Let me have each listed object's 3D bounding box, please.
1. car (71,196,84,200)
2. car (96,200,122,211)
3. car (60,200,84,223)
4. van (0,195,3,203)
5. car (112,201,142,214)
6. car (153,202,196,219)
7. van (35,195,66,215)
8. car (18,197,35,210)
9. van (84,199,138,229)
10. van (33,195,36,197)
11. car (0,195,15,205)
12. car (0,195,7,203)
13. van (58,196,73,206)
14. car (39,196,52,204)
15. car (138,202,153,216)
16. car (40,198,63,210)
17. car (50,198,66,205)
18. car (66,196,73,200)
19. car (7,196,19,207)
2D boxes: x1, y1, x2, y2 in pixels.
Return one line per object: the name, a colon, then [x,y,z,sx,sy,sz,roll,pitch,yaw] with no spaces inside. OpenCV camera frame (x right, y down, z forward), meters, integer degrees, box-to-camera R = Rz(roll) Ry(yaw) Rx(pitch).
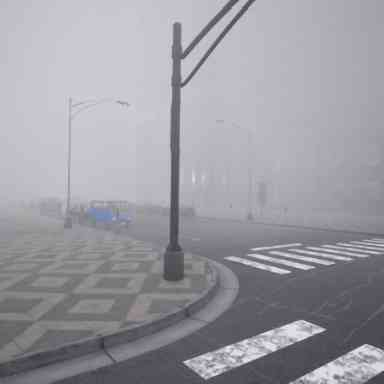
car: [-17.399,1.814,53.237,1.887,1.381,4.507,1,-1,-35]
car: [-11.115,1.753,44.353,1.752,1.417,4.829,1,-1,-35]
car: [-8.441,1.558,25.759,1.887,1.381,4.507,1,-1,-35]
van: [-46.703,1.611,79.904,1.690,1.788,3.998,1,-1,-35]
car: [-7.827,1.750,39.703,1.887,1.381,4.507,1,-1,-35]
car: [-1.445,1.709,30.682,1.887,1.381,4.507,1,-1,-35]
van: [-14.816,1.396,34.785,1.690,1.788,3.998,1,-1,-35]
car: [-21.196,1.680,43.806,1.802,1.307,4.206,1,-1,-35]
van: [-5.250,1.335,21.249,1.690,1.788,3.998,1,-1,-35]
van: [-36.540,1.739,80.305,1.690,1.788,3.998,1,-1,-35]
car: [-37.040,1.729,66.227,1.752,1.417,4.829,1,-1,-35]
car: [-43.513,1.563,75.392,2.192,1.841,5.009,1,-1,-35]
van: [-23.778,1.653,62.261,1.690,1.788,3.998,1,-1,-35]
car: [-33.351,1.816,75.794,1.967,1.590,4.097,1,-1,-35]
car: [-4.636,1.729,35.192,1.887,1.381,4.507,1,-1,-35]
car: [-19.706,1.657,46.508,1.837,1.490,4.892,1,-1,-35]
car: [-26.971,1.884,66.770,2.008,1.369,4.403,1,-1,-35]
car: [-20.587,1.606,57.750,2.192,1.841,5.009,1,-1,-35]
car: [-27.573,1.691,52.830,2.008,1.369,4.403,1,-1,-35]
